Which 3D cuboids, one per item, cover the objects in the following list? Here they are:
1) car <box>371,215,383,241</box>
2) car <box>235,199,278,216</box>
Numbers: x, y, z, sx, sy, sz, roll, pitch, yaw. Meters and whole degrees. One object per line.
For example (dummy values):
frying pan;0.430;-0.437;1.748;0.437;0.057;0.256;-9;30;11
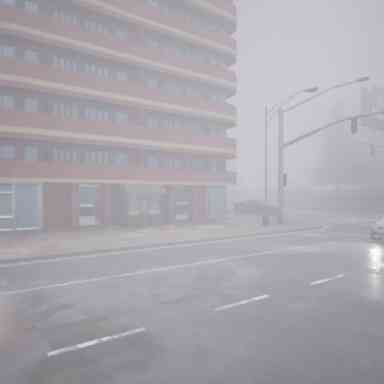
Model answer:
car;10.155;1.526;15.846;1.812;1.442;4.674;1;1;44
car;6.378;1.478;32.583;1.882;1.535;5.008;0;0;-36
